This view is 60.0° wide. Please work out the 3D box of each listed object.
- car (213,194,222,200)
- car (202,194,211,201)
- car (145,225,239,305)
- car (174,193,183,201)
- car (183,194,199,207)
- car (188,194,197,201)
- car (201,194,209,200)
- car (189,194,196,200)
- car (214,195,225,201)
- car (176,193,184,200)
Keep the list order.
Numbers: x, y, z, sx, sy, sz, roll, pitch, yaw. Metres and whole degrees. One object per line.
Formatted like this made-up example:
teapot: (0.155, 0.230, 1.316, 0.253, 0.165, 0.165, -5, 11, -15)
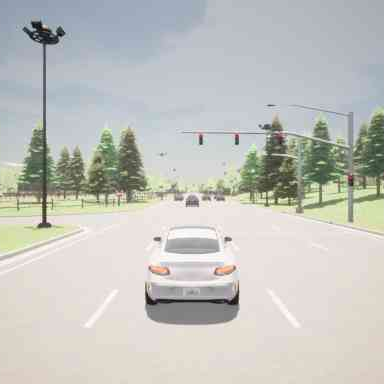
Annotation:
car: (7.121, 1.385, 92.883, 1.994, 1.385, 4.181, 0, 0, 0)
car: (3.608, 1.348, 82.854, 2.097, 1.767, 4.553, 0, 0, 0)
car: (0.017, 1.526, 7.956, 1.812, 1.442, 4.674, 0, 0, 0)
car: (-3.392, 1.544, 82.860, 1.994, 1.385, 4.181, 0, 0, 0)
car: (0.068, 1.352, 51.829, 2.097, 1.767, 4.553, 0, 0, 0)
car: (0.108, 1.348, 82.858, 2.097, 1.767, 4.553, 0, 0, 0)
car: (3.621, 1.372, 92.887, 2.033, 1.411, 5.357, 0, 0, 0)
car: (0.121, 1.332, 92.892, 1.837, 1.490, 4.892, 0, 0, 0)
car: (7.108, 1.517, 82.463, 2.128, 1.511, 4.902, 0, 0, 0)
car: (-3.379, 1.187, 92.866, 2.097, 1.767, 4.553, 0, 0, 0)
